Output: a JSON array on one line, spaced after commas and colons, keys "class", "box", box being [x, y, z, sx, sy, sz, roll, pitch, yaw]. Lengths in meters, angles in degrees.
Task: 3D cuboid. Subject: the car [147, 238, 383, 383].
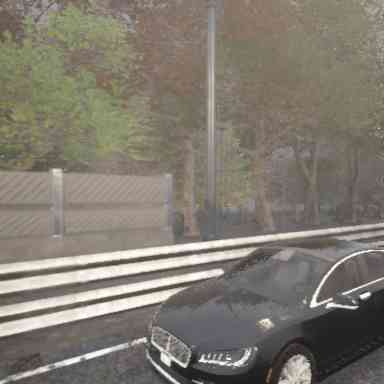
[{"class": "car", "box": [1.701, 1.509, 4.898, 4.892, 1.490, 1.837, 0, 0, -36]}]
